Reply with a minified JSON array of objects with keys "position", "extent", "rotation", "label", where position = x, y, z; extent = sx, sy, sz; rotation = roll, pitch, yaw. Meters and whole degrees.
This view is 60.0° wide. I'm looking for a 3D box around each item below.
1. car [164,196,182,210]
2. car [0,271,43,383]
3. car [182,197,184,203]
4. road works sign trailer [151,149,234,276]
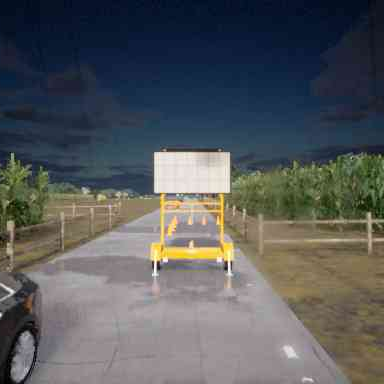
[{"position":[-2.825,1.426,44.448],"extent":[2.097,1.767,4.553],"rotation":[0,0,0],"label":"car"},{"position":[-2.849,1.505,2.451],"extent":[1.837,1.490,4.892],"rotation":[0,0,0],"label":"car"},{"position":[-2.711,1.713,71.222],"extent":[1.837,1.490,4.892],"rotation":[0,0,0],"label":"car"},{"position":[0.007,0.465,10.347],"extent":[2.380,3.560,2.880],"rotation":[0,0,0],"label":"road works sign trailer"}]
